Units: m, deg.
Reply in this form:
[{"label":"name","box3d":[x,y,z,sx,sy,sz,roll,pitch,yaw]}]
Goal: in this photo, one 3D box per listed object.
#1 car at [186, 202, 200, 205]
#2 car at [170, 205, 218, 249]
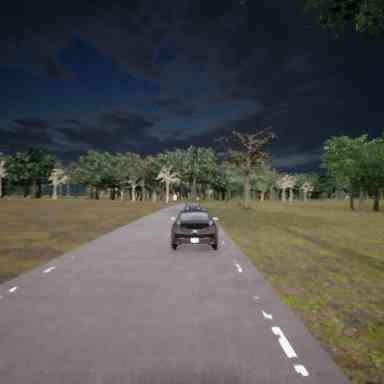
[{"label":"car","box3d":[0.104,1.827,37.340,1.895,1.301,4.718,0,-1,0]},{"label":"car","box3d":[0.101,1.525,14.614,1.837,1.490,4.892,0,0,0]}]
